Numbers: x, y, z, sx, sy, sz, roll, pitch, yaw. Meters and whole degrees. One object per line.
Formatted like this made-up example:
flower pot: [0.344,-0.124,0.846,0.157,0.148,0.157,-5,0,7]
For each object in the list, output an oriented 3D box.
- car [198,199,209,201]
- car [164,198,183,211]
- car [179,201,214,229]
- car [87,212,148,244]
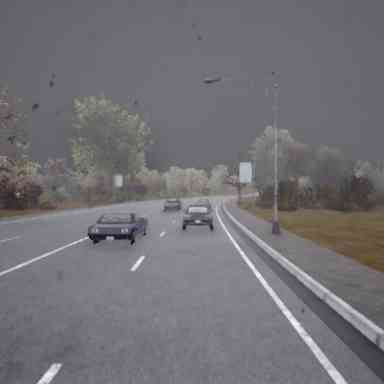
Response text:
car: [1.439,1.536,41.720,1.994,1.385,4.181,0,0,4]
car: [-2.185,1.461,40.083,2.128,1.511,4.902,0,0,4]
car: [0.397,1.511,21.190,1.812,1.442,4.674,0,0,2]
car: [-3.252,1.586,15.620,1.895,1.301,4.718,0,0,1]
